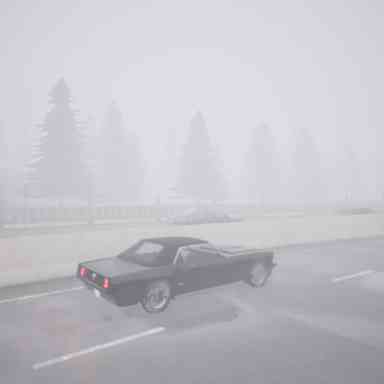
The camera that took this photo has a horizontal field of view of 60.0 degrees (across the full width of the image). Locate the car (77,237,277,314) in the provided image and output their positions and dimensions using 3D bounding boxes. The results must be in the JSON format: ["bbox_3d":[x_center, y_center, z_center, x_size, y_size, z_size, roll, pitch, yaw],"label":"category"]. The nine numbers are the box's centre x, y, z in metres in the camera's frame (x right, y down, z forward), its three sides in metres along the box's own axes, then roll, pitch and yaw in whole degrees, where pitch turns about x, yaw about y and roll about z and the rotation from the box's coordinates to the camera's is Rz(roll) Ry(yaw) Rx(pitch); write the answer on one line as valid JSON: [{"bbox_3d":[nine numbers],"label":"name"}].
[{"bbox_3d":[-0.112,1.736,7.974,4.718,1.301,1.895,0,-1,-37],"label":"car"}]

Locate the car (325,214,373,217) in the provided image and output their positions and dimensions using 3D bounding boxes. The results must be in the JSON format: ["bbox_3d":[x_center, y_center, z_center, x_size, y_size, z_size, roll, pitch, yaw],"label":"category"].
[{"bbox_3d":[11.134,1.796,23.323,4.892,1.490,1.837,0,-1,-26],"label":"car"}]

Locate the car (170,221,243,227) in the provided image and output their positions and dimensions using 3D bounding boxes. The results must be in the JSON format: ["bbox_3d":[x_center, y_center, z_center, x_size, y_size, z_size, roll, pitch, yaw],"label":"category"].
[{"bbox_3d":[0.951,1.947,21.622,4.718,1.301,1.895,0,-1,-32],"label":"car"}]
